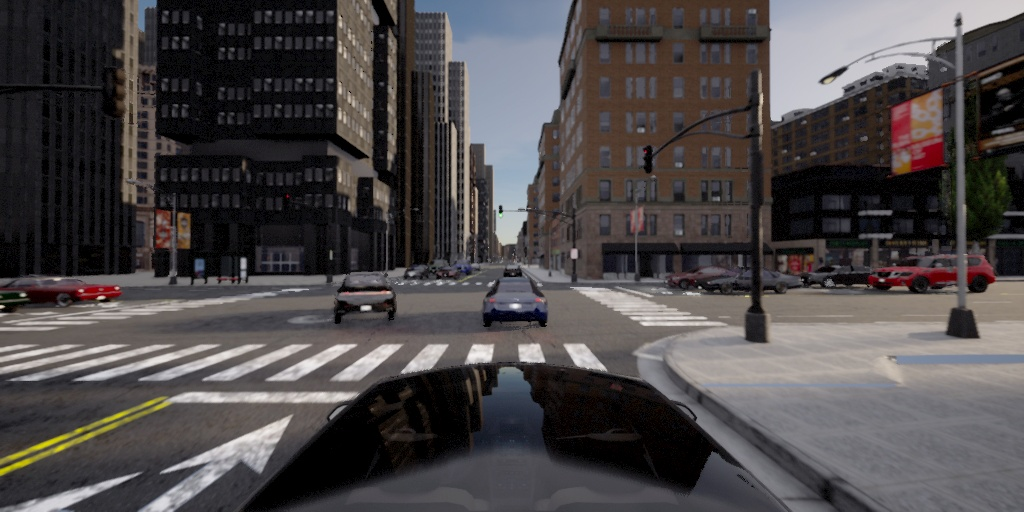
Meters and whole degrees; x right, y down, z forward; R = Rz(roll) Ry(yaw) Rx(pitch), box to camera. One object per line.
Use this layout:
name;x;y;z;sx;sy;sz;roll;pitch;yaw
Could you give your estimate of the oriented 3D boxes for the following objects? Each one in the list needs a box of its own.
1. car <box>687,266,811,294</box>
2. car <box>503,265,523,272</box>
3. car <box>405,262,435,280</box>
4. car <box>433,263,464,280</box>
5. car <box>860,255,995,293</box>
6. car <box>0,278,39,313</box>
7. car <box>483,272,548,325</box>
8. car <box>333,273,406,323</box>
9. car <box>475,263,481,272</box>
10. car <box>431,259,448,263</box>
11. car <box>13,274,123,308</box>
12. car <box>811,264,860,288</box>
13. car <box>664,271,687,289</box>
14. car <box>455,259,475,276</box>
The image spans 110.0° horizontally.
car;13.266;1.381;20.299;5.357;1.411;2.033;0;-1;0
car;0.091;1.638;37.941;1.882;1.535;5.008;0;-1;0
car;-9.855;1.647;37.527;2.128;1.511;4.902;0;-1;-1
car;-6.590;1.720;37.607;1.994;1.385;4.181;0;-1;1
car;23.760;0.983;20.413;5.566;2.045;2.150;-1;-1;-1
car;-21.422;1.624;13.445;4.718;1.301;1.895;0;-1;1
car;0.093;1.411;12.207;1.994;1.385;4.181;0;0;0
car;-5.334;1.377;12.966;2.128;1.511;4.902;0;-1;-23
car;-6.528;1.984;63.019;1.812;1.442;4.674;0;-1;0
car;-9.833;1.491;47.775;2.150;2.045;5.566;0;0;0
car;-21.330;1.654;16.709;4.718;1.301;1.895;0;-1;0
car;21.524;1.314;23.637;4.892;1.490;1.837;-1;-1;-1
car;12.441;1.395;23.544;4.674;1.442;1.812;0;-1;-1
car;-6.586;1.487;47.278;2.150;2.045;5.566;0;0;0
